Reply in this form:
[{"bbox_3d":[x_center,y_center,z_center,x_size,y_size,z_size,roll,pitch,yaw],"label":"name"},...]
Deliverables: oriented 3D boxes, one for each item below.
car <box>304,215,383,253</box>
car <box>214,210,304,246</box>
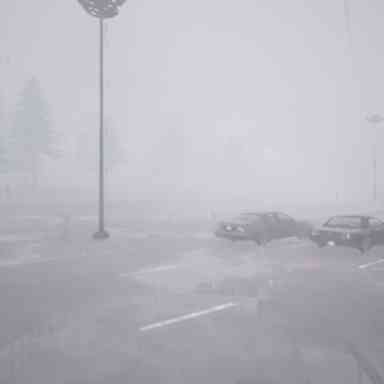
[{"bbox_3d":[6.865,1.607,13.703,4.718,1.301,1.895,0,0,-39],"label":"car"},{"bbox_3d":[3.482,1.557,15.453,5.357,1.411,2.033,0,0,-39],"label":"car"}]
